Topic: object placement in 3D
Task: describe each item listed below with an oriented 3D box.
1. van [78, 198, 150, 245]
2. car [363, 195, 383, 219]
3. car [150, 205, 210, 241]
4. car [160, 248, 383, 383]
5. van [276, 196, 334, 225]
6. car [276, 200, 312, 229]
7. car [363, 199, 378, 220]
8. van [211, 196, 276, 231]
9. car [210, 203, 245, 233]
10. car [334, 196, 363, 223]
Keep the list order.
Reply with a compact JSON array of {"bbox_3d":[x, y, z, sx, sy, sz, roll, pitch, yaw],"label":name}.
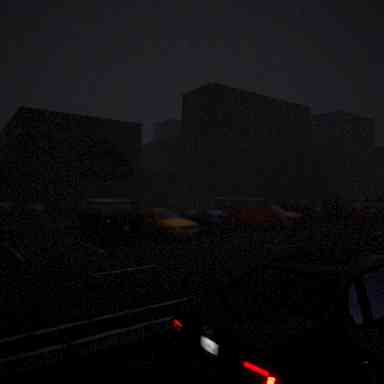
[{"bbox_3d":[-4.023,1.281,15.885,1.878,1.987,4.442,0,0,-36],"label":"van"},{"bbox_3d":[14.080,1.418,28.712,2.185,1.767,4.553,0,0,-36],"label":"car"},{"bbox_3d":[-1.602,1.507,17.243,1.946,1.575,5.366,0,0,-36],"label":"car"},{"bbox_3d":[2.209,1.548,4.708,5.357,1.411,2.033,0,0,-35],"label":"car"},{"bbox_3d":[7.333,1.303,23.711,1.878,1.987,4.442,0,0,-36],"label":"van"},{"bbox_3d":[5.018,1.524,22.207,2.097,1.535,5.008,0,0,-36],"label":"car"},{"bbox_3d":[11.858,1.539,27.080,2.097,1.535,5.008,0,0,-36],"label":"car"},{"bbox_3d":[2.709,1.293,20.694,1.878,1.987,4.442,0,0,-36],"label":"van"},{"bbox_3d":[0.535,1.554,18.994,2.002,1.452,4.674,0,0,-36],"label":"car"},{"bbox_3d":[9.493,1.283,25.432,2.435,2.045,5.566,0,0,-36],"label":"car"}]
